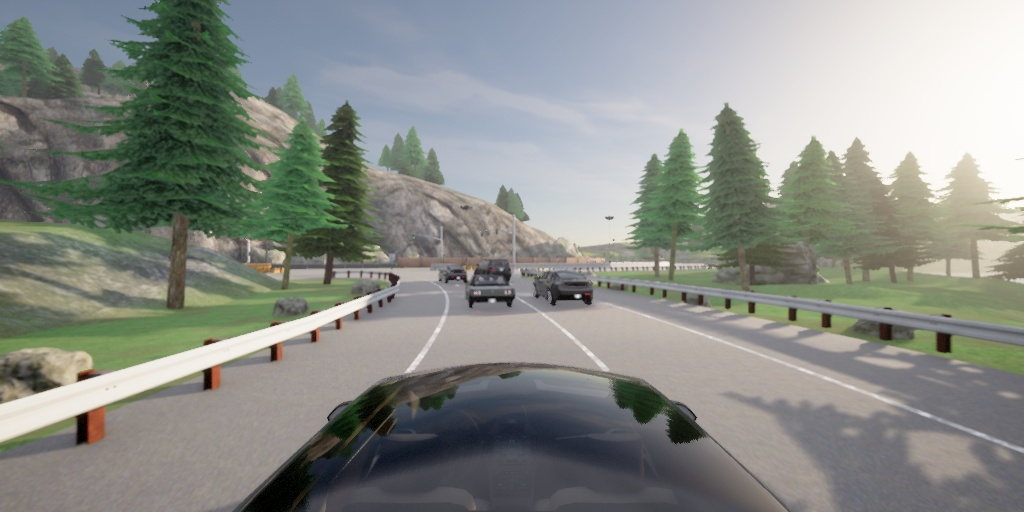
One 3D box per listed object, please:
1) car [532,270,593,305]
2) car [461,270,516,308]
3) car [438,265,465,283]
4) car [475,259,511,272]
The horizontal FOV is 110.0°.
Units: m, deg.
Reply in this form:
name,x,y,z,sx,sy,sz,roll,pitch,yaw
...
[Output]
name,x,y,z,sx,sy,sz,roll,pitch,yaw
car,2.277,1.399,17.036,1.837,1.490,4.892,0,0,-10
car,-1.139,1.489,16.265,1.895,1.301,4.718,0,-1,-10
car,-5.196,1.541,31.229,1.837,1.490,4.892,0,0,-21
car,-1.801,1.255,32.180,2.150,2.045,5.566,0,0,-20
